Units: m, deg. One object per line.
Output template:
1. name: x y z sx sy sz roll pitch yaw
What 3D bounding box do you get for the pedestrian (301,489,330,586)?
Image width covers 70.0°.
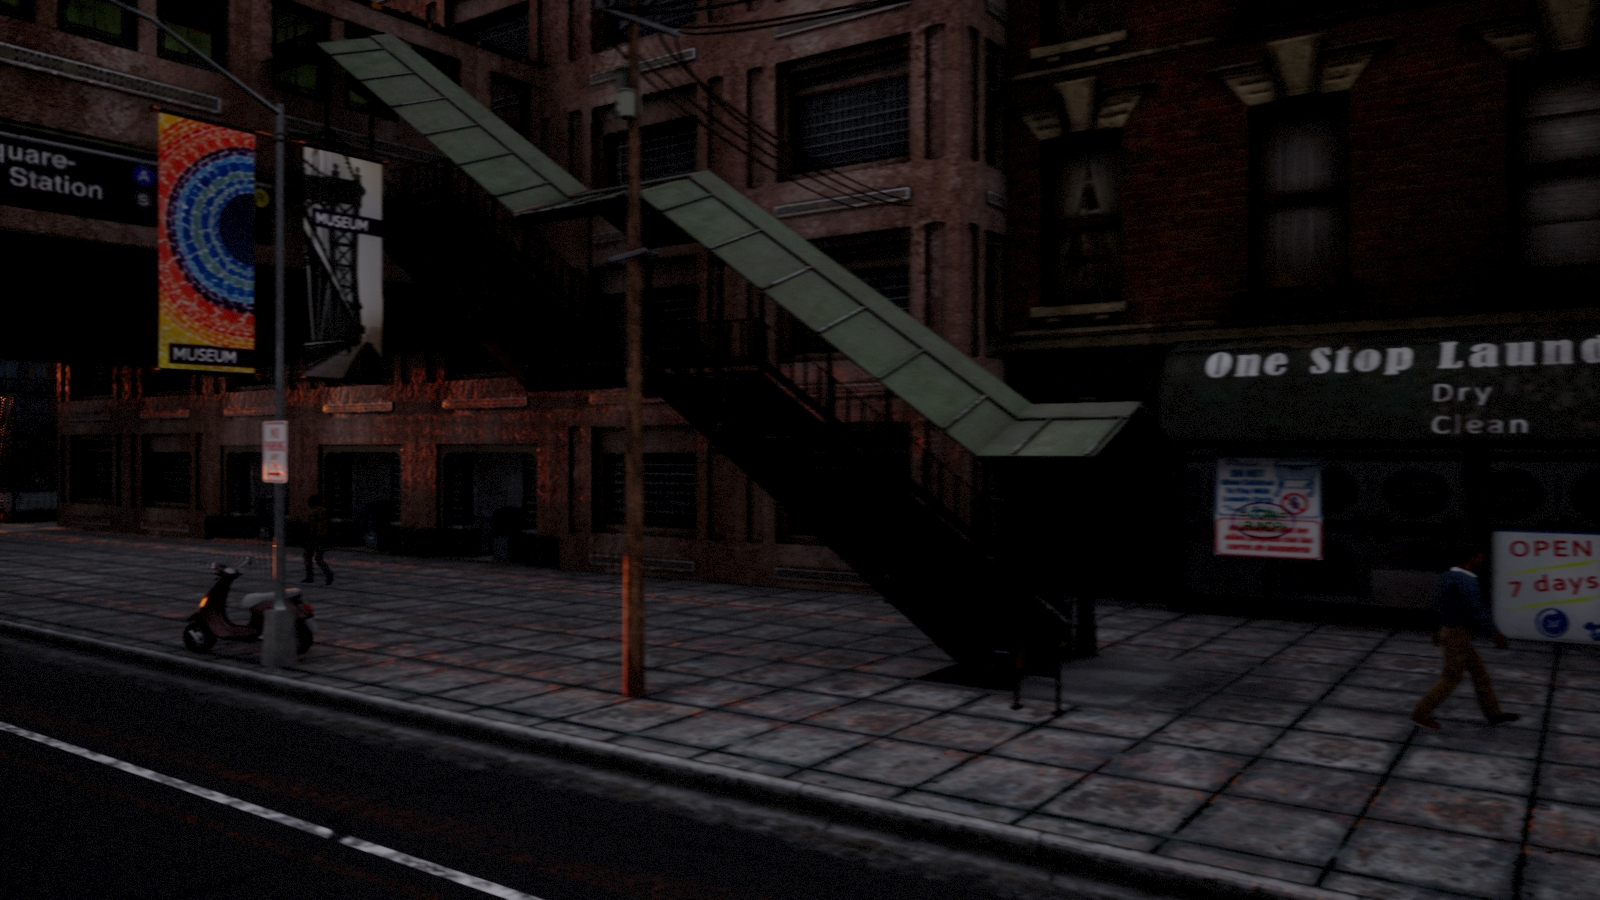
1. pedestrian: -9.491 1.696 22.373 0.375 1.860 0.375 0 0 28

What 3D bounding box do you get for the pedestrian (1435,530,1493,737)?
1. pedestrian: 6.193 1.696 10.669 0.375 1.860 0.375 0 0 14
